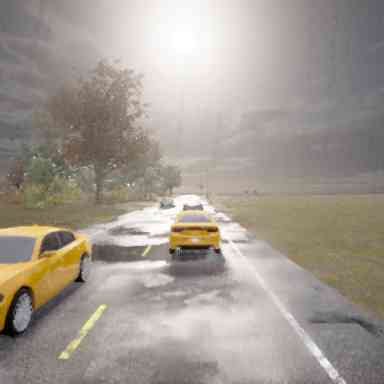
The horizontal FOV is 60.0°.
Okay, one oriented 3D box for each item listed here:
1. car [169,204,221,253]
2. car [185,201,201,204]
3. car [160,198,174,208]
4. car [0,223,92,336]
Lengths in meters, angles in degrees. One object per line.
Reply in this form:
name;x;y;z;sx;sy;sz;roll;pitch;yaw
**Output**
car;0.110;1.495;13.823;1.882;1.535;5.008;0;0;0
car;0.108;1.530;30.529;2.128;1.511;4.902;0;0;0
car;-3.569;1.556;48.253;2.128;1.511;4.902;0;0;0
car;-3.600;1.486;6.879;1.882;1.535;5.008;0;0;0
